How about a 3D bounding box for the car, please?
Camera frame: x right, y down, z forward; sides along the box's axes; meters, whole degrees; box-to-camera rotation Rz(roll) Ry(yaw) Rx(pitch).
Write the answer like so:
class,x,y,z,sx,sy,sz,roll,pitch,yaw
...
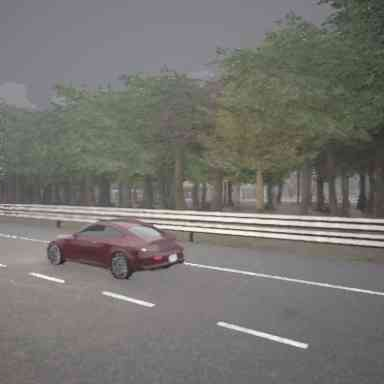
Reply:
class,x,y,z,sx,sy,sz,roll,pitch,yaw
car,-2.359,1.528,9.865,4.674,1.442,1.812,0,0,35
